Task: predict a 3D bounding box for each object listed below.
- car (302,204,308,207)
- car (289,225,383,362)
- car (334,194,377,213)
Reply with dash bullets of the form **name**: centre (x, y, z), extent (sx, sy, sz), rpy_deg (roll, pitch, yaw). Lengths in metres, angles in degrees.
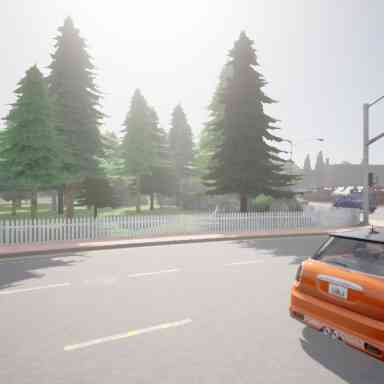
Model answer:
- **car**: centre (16.694, 1.580, 52.151), extent (1.812, 1.442, 4.674), rpy_deg (0, 0, -8)
- **car**: centre (3.877, 1.352, 5.417), extent (4.553, 1.767, 2.097), rpy_deg (0, 0, -26)
- **car**: centre (18.589, 1.277, 38.081), extent (2.150, 2.045, 5.566), rpy_deg (0, 0, -8)
